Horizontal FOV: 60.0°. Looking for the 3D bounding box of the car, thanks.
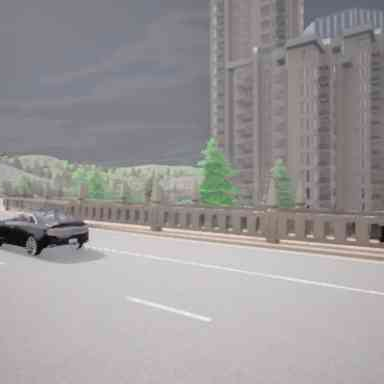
[{"bbox_3d":[-5.930,1.424,12.729,4.902,1.511,2.128,0,0,38],"label":"car"}]
